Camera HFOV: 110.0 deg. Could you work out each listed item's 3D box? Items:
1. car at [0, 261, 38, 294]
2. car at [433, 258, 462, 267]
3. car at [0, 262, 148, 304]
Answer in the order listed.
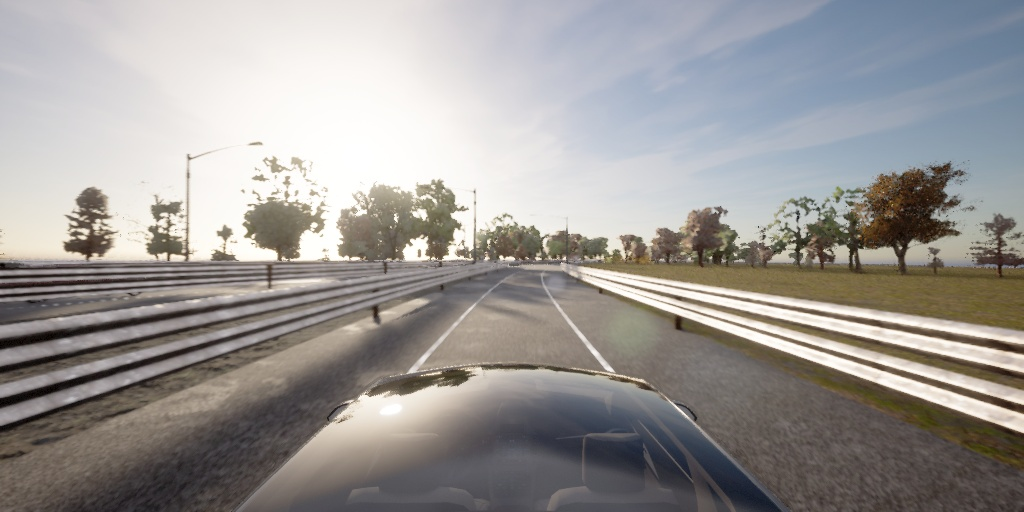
[{"bbox_3d":[-24.354,0.958,15.164,1.837,1.490,4.892,0,-1,12],"label":"car"},{"bbox_3d":[-9.236,1.313,49.973,2.128,1.511,4.902,0,-1,14],"label":"car"},{"bbox_3d":[-17.413,0.999,14.156,1.812,1.442,4.674,0,-1,12],"label":"car"}]
